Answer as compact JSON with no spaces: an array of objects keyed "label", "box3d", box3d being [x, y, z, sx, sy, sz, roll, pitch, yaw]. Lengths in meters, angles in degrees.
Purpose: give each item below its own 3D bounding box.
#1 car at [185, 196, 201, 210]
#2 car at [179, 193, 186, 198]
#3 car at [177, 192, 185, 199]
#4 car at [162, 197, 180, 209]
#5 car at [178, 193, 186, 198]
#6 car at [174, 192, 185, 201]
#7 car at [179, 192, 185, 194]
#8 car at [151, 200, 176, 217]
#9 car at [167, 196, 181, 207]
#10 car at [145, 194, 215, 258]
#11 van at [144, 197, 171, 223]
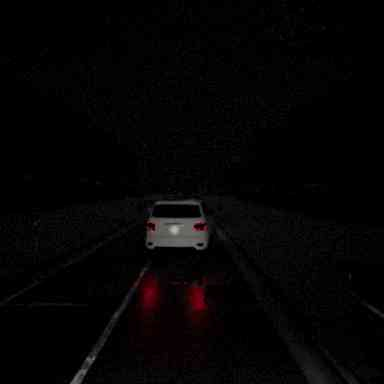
[{"label":"car","box3d":[0.100,1.346,41.710,1.837,1.490,4.892,0,0,0]},{"label":"car","box3d":[-2.629,0.870,92.619,1.947,1.339,4.313,1,0,0]},{"label":"car","box3d":[-2.626,0.825,81.538,1.967,1.590,4.097,1,0,0]},{"label":"car","box3d":[-2.627,1.394,42.767,1.947,1.339,4.313,1,1,0]},{"label":"car","box3d":[-2.628,0.893,87.079,2.008,1.369,4.403,1,0,0]},{"label":"car","box3d":[-2.625,0.925,70.460,1.967,1.590,4.097,1,1,0]},{"label":"car","box3d":[-2.625,1.174,59.382,1.947,1.339,4.313,1,1,0]},{"label":"car","box3d":[-2.630,1.496,31.676,2.008,1.369,4.403,1,0,0]},{"label":"car","box3d":[-2.624,1.335,48.306,1.802,1.307,4.206,1,1,0]},{"label":"car","box3d":[-0.325,1.248,13.109,2.150,2.045,5.566,0,0,5]},{"label":"van","box3d":[-2.630,1.326,26.129,1.690,1.788,3.998,0,0,0]}]
